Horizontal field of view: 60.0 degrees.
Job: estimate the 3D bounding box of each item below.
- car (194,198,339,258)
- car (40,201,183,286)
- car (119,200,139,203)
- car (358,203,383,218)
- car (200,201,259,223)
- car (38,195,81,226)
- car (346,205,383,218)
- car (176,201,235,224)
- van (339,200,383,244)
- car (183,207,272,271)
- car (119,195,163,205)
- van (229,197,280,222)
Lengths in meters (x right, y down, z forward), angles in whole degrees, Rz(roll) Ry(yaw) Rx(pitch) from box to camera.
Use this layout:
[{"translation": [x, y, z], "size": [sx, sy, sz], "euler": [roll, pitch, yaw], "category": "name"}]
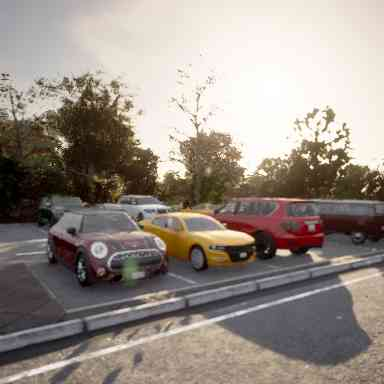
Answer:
[{"translation": [2.295, 1.238, 12.896], "size": [2.435, 2.045, 5.566], "euler": [1, -1, -36], "category": "car"}, {"translation": [-2.524, 1.300, 9.399], "size": [2.185, 1.767, 4.553], "euler": [1, 0, -36], "category": "car"}, {"translation": [-5.799, 1.479, 22.137], "size": [2.231, 1.521, 4.892], "euler": [1, 0, -36], "category": "car"}, {"translation": [24.961, 2.444, 44.308], "size": [2.185, 1.767, 4.553], "euler": [3, -2, -35], "category": "car"}, {"translation": [3.148, 1.667, 28.825], "size": [1.946, 1.575, 5.366], "euler": [2, -1, -36], "category": "car"}, {"translation": [-7.943, 1.198, 20.552], "size": [2.435, 2.045, 5.566], "euler": [1, 0, -36], "category": "car"}, {"translation": [22.410, 2.482, 42.417], "size": [2.002, 1.452, 4.674], "euler": [3, -2, -36], "category": "car"}, {"translation": [0.988, 1.610, 27.272], "size": [1.946, 1.575, 5.366], "euler": [1, -1, -36], "category": "car"}, {"translation": [7.265, 1.365, 16.589], "size": [1.878, 1.987, 4.442], "euler": [1, -1, -36], "category": "van"}, {"translation": [-0.054, 1.457, 11.161], "size": [2.097, 1.535, 5.008], "euler": [1, 0, -36], "category": "car"}, {"translation": [-3.524, 1.261, 23.762], "size": [2.435, 2.045, 5.566], "euler": [1, 0, -36], "category": "car"}, {"translation": [5.596, 1.510, 30.214], "size": [1.878, 1.987, 4.442], "euler": [2, -1, -36], "category": "van"}]
